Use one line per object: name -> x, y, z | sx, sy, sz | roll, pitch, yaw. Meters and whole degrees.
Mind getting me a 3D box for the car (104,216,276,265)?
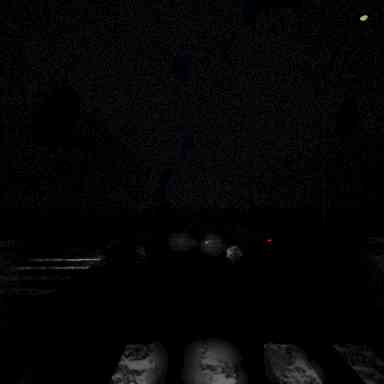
car -> -0.038, 1.522, 10.958 | 5.357, 1.411, 2.033 | -1, 0, 1
